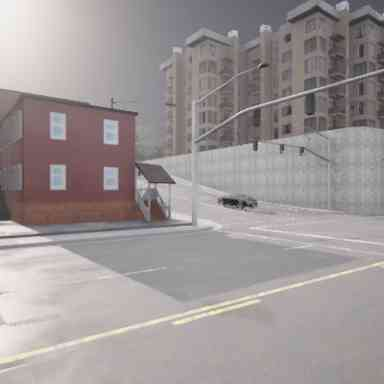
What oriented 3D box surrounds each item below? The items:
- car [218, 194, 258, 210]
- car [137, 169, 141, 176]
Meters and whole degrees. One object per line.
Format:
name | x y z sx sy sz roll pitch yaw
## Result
car | 4.808 0.934 35.210 2.128 1.511 4.902 0 5 -36
car | -10.222 -3.727 56.136 1.812 1.442 4.674 0 12 -36
